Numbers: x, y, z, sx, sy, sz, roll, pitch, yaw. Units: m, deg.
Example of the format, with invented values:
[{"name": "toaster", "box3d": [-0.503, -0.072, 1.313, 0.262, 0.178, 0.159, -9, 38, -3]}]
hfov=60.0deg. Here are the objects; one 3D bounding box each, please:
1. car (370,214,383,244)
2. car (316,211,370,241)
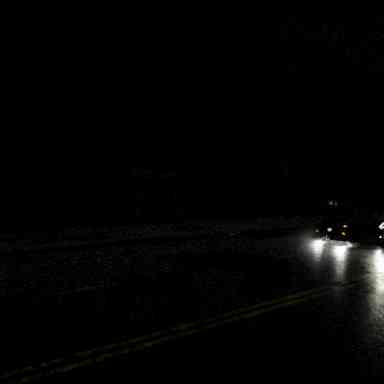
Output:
[{"name": "car", "box3d": [10.428, 1.493, 15.119, 4.553, 1.767, 2.097, 1, 0, -35]}, {"name": "car", "box3d": [8.476, 1.704, 17.720, 4.181, 1.385, 1.994, 1, 0, -36]}]
